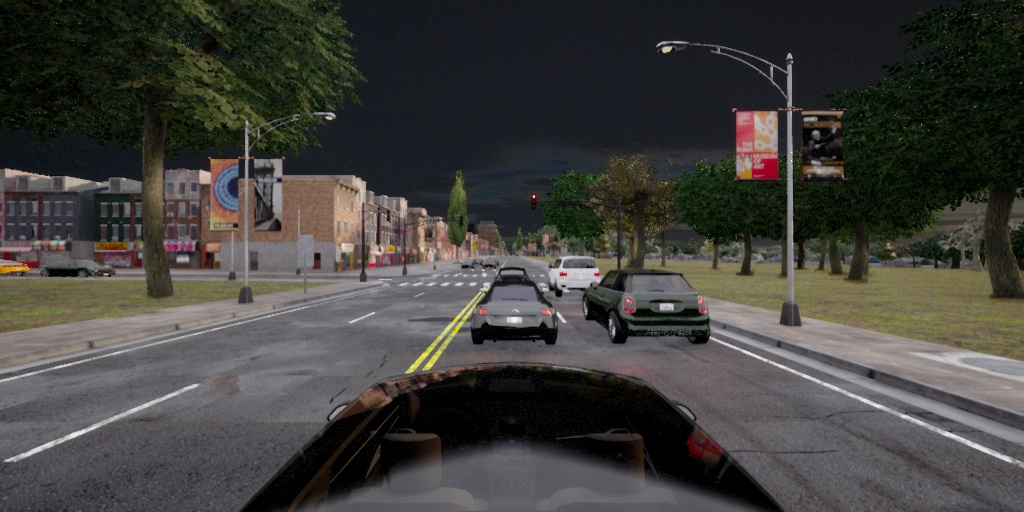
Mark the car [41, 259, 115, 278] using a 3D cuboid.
[{"bbox_3d":[-37.334,1.025,30.983,4.553,1.767,2.097,0,0,0],"label":"car"}]

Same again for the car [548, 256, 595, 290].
[{"bbox_3d":[3.257,1.047,19.487,2.150,2.045,5.566,0,0,0],"label":"car"}]

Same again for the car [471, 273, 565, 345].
[{"bbox_3d":[0.058,1.329,9.576,1.994,1.385,4.181,0,0,0],"label":"car"}]

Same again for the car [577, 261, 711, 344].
[{"bbox_3d":[3.310,1.118,9.774,2.097,1.767,4.553,0,0,0],"label":"car"}]

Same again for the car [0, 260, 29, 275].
[{"bbox_3d":[-48.975,1.105,33.856,5.008,1.535,1.882,0,0,0],"label":"car"}]

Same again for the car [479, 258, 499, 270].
[{"bbox_3d":[-3.450,1.134,54.932,2.097,1.767,4.553,0,0,0],"label":"car"}]

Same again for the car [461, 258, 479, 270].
[{"bbox_3d":[-6.701,1.283,55.169,1.837,1.490,4.892,0,1,0],"label":"car"}]

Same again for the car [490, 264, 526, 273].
[{"bbox_3d":[0.008,1.324,18.488,1.837,1.490,4.892,0,0,0],"label":"car"}]
